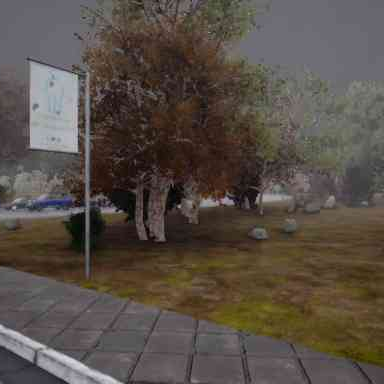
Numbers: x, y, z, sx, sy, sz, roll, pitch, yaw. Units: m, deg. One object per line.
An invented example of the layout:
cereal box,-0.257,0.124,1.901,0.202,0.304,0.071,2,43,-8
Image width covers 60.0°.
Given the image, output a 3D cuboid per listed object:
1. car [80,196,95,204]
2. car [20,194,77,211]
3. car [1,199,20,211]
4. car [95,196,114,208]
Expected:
car,-14.844,1.319,48.739,2.097,1.767,4.553,0,0,38
car,-17.130,1.212,40.145,2.150,2.045,5.566,0,0,39
car,-20.830,1.498,41.122,1.837,1.490,4.892,0,0,38
car,-11.033,1.312,47.945,2.097,1.767,4.553,0,0,37
